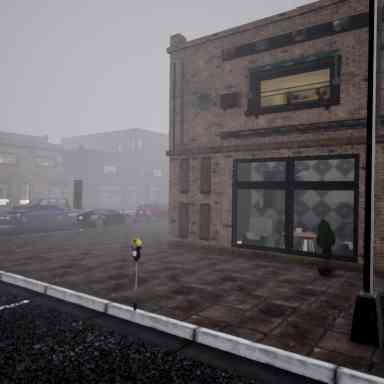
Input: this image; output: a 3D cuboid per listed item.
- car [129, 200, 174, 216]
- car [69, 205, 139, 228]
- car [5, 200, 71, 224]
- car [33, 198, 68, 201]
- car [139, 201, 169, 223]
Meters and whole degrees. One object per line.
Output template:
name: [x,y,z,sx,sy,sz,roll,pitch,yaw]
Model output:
car: [-4.351,1.739,36.625,2.128,1.511,4.902,1,0,36]
car: [-6.281,1.797,24.142,1.947,1.339,4.313,0,0,36]
car: [-12.015,1.649,26.086,1.812,1.442,4.674,1,0,36]
car: [-13.054,1.415,29.073,2.192,1.841,5.009,0,0,36]
car: [-3.015,1.724,28.629,1.967,1.590,4.097,0,0,36]
